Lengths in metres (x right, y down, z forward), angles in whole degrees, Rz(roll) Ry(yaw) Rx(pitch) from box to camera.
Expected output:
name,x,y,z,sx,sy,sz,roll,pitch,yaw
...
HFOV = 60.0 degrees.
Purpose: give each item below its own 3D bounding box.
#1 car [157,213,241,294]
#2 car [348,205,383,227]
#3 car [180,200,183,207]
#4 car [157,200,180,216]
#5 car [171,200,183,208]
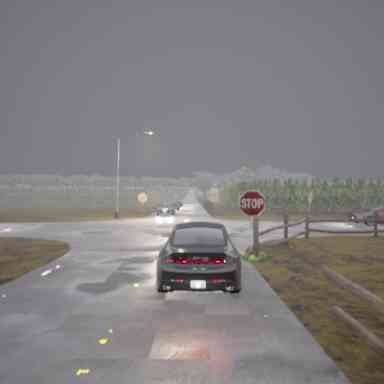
name,x,y,z,sx,sy,sz,roll,pitch,yaw
car,0.206,1.539,8.862,1.837,1.490,4.892,0,0,2
car,13.154,1.615,23.105,4.181,1.385,1.994,0,1,0
car,-2.748,1.955,48.419,2.033,1.411,5.357,0,-1,0
car,-2.781,1.764,36.754,2.128,1.511,4.902,0,-1,0
car,-2.697,2.170,61.442,1.895,1.301,4.718,0,-1,0
